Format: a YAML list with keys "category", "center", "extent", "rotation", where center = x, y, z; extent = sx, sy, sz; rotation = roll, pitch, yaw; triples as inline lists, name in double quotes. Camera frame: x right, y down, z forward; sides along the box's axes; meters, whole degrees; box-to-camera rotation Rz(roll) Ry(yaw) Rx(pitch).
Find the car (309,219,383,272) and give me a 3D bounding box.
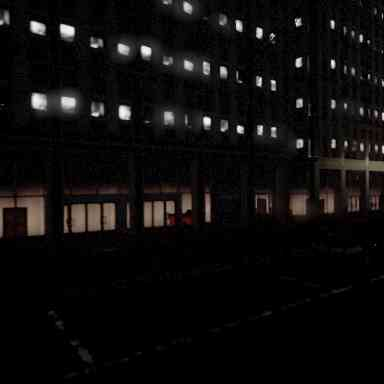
- category: "car"
  center: [5.484, 1.520, 10.476]
  extent: [4.206, 1.307, 1.802]
  rotation: [0, 0, -35]
